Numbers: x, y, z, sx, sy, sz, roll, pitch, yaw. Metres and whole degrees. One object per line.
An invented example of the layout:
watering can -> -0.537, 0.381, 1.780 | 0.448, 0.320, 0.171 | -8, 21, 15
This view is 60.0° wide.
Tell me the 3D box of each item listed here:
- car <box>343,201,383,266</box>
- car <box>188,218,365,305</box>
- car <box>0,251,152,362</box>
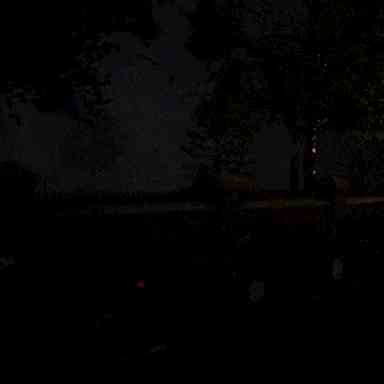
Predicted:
car -> 6.564, 1.236, 11.241 | 5.009, 1.841, 2.192 | 0, 0, -35
car -> 1.980, 1.503, 7.971 | 4.507, 1.381, 1.887 | 0, 0, -35
car -> -2.604, 1.578, 4.702 | 4.206, 1.307, 1.802 | 0, 0, -35
